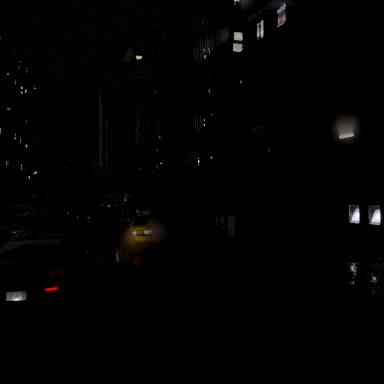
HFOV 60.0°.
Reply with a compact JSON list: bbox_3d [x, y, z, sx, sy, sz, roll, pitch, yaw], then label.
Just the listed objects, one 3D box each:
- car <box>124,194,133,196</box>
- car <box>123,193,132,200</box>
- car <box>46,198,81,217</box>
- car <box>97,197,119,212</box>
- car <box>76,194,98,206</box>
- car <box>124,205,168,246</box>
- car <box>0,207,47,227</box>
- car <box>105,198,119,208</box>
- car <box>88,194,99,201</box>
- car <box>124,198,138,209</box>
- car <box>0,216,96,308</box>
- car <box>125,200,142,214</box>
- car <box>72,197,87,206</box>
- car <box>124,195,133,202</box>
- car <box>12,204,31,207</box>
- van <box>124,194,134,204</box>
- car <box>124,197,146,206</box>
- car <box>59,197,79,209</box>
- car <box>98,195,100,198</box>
[{"bbox_3d":[-10.975,1.458,58.462,1.967,1.590,4.097,1,0,-12],"label":"car"},{"bbox_3d":[-17.656,1.328,91.028,2.192,1.841,5.009,1,0,-12],"label":"car"},{"bbox_3d":[-10.299,1.495,26.334,1.882,1.535,5.008,0,0,-11],"label":"car"},{"bbox_3d":[-9.830,1.583,39.735,1.994,1.385,4.181,0,0,-11],"label":"car"},{"bbox_3d":[-13.332,1.278,41.567,2.033,1.411,5.357,0,0,-12],"label":"car"},{"bbox_3d":[-2.100,1.534,15.208,1.752,1.417,4.829,1,0,-12],"label":"car"},{"bbox_3d":[-7.830,1.575,14.227,1.994,1.385,4.181,0,0,-12],"label":"car"},{"bbox_3d":[-11.880,1.620,49.521,1.895,1.301,4.718,0,0,-11],"label":"car"},{"bbox_3d":[-24.741,1.333,83.864,2.192,1.841,5.009,1,0,-12],"label":"car"},{"bbox_3d":[-8.749,1.584,47.606,1.947,1.339,4.313,1,0,-12],"label":"car"},{"bbox_3d":[-3.314,1.531,7.678,1.812,1.442,4.674,0,0,-12],"label":"car"},{"bbox_3d":[-6.522,1.599,36.752,1.802,1.307,4.206,1,0,-12],"label":"car"},{"bbox_3d":[-19.176,1.566,56.726,1.887,1.381,4.507,1,0,-12],"label":"car"},{"bbox_3d":[-14.317,1.457,74.745,1.967,1.590,4.097,1,0,-12],"label":"car"},{"bbox_3d":[-12.458,1.543,23.995,1.752,1.417,4.829,1,0,-12],"label":"car"},{"bbox_3d":[-12.087,1.359,63.890,1.690,1.788,3.998,1,0,-12],"label":"van"},{"bbox_3d":[-4.292,1.454,25.897,1.967,1.590,4.097,1,0,-12],"label":"car"},{"bbox_3d":[-16.946,1.462,45.872,1.967,1.590,4.097,1,0,-12],"label":"car"},{"bbox_3d":[-23.632,1.570,78.436,2.008,1.369,4.403,1,0,-12],"label":"car"}]
